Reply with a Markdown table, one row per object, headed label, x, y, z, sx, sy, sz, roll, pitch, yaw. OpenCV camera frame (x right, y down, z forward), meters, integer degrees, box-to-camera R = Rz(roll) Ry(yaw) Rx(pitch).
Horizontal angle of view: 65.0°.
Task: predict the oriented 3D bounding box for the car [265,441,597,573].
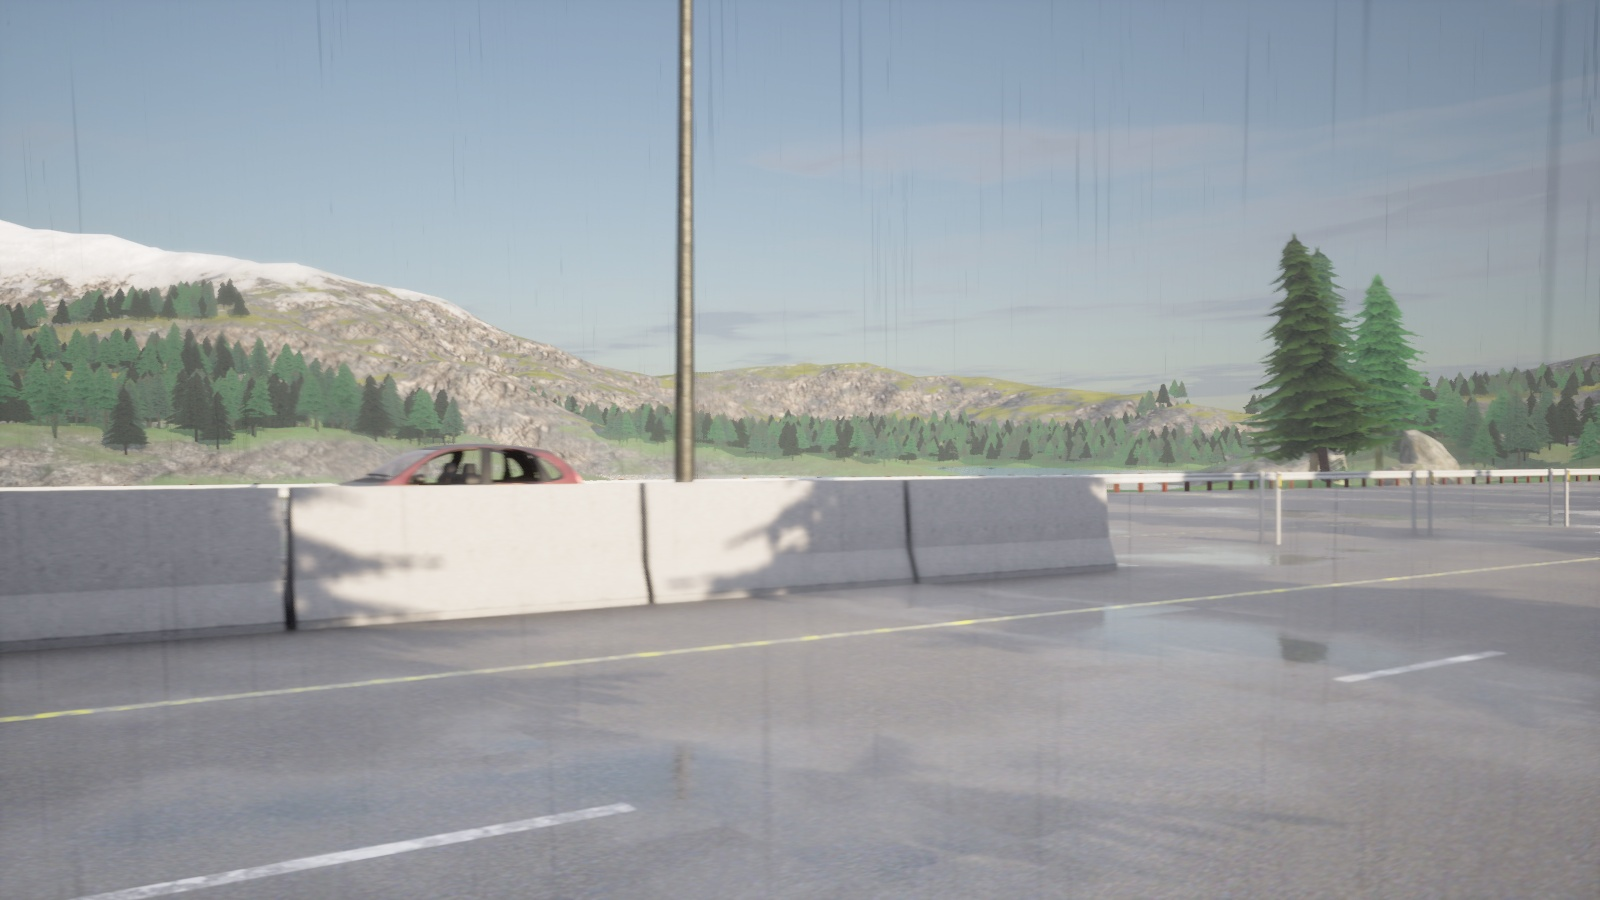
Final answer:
| label | x | y | z | sx | sy | sz | roll | pitch | yaw |
| --- | --- | --- | --- | --- | --- | --- | --- | --- | --- |
| car | -5.013 | 0.695 | 17.227 | 3.988 | 1.617 | 1.851 | 0 | 0 | -35 |
